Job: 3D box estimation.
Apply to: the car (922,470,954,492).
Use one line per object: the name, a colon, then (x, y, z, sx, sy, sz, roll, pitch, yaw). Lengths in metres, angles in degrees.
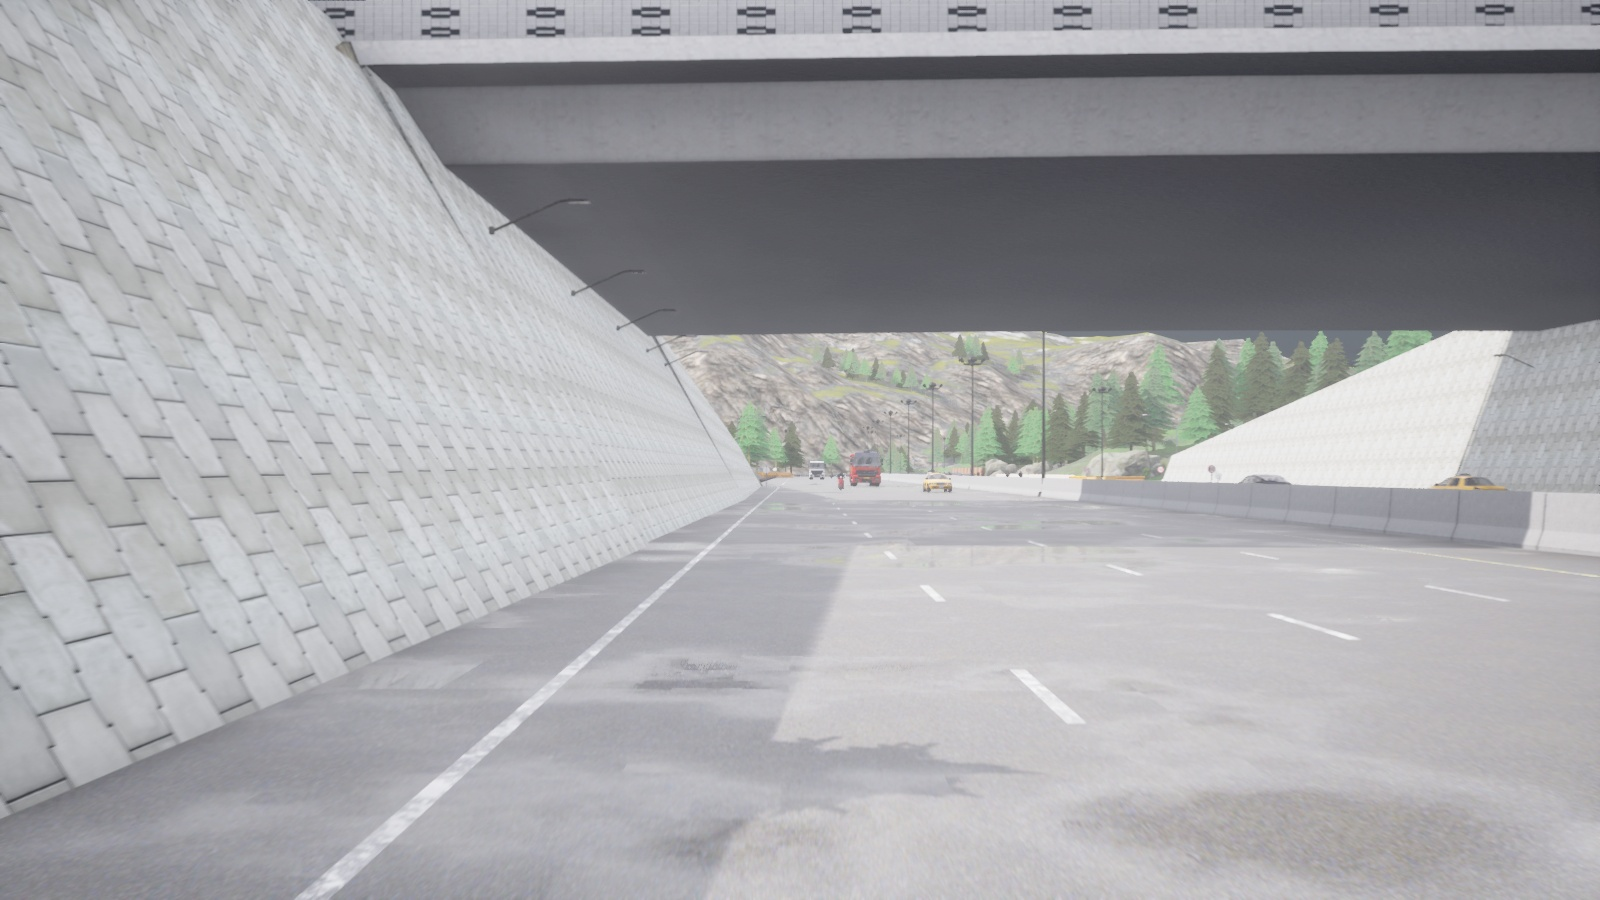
car: (10.323, 2.293, 94.446, 1.801, 1.575, 5.366, 0, -1, 0)

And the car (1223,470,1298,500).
car: (24.359, 1.832, 66.598, 2.163, 1.488, 4.792, 0, -1, 0)

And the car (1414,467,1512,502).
car: (31.368, 1.626, 59.618, 1.801, 1.575, 5.366, 0, -1, 0)
